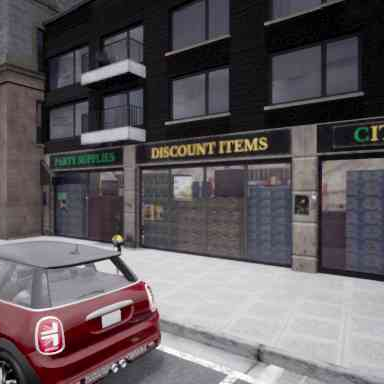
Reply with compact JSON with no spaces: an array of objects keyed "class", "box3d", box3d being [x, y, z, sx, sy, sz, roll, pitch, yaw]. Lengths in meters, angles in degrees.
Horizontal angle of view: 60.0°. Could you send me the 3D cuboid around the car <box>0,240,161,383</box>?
[{"class":"car","box3d":[-2.477,1.440,4.848,4.097,1.590,1.967,0,0,36]}]
